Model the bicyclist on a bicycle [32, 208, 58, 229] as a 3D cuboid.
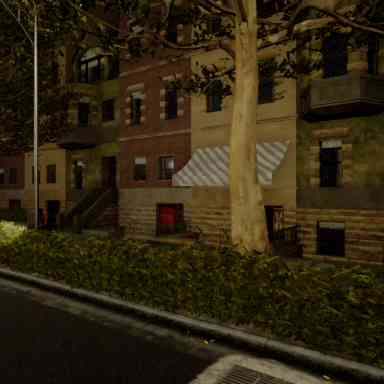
[{"bbox_3d":[-4.730,1.339,10.517,0.582,1.620,1.656,0,-4,34],"label":"bicyclist on a bicycle"}]
